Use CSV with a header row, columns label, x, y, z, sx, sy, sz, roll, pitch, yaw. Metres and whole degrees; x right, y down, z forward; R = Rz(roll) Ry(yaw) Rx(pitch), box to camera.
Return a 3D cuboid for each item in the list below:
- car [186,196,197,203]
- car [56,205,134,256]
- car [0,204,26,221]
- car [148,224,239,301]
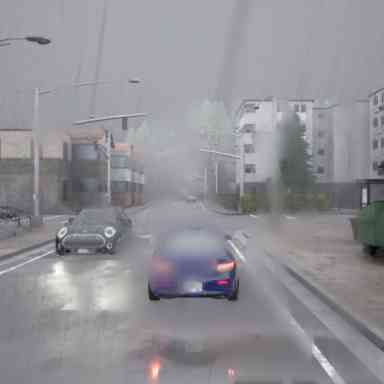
label,x,y,z,sx,sy,sz,roll,pitch,yaw
car,-0.127,1.526,66.849,1.812,1.442,4.674,0,0,0
car,-3.629,1.352,13.140,2.097,1.767,4.553,0,0,-2
car,-15.190,1.371,24.352,5.357,1.411,2.033,0,0,-1
car,0.042,1.526,8.207,1.812,1.442,4.674,0,0,0
